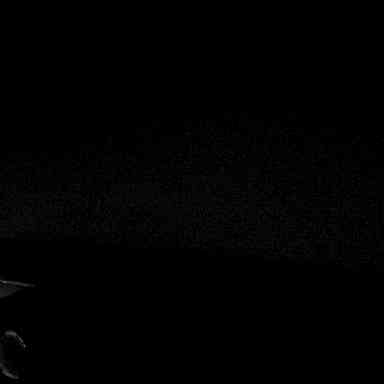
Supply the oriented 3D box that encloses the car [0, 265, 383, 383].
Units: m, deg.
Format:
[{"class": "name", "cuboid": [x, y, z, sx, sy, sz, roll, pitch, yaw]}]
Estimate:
[{"class": "car", "cuboid": [-0.354, 1.584, 3.869, 4.718, 1.301, 1.895, 0, 0, 32]}]
